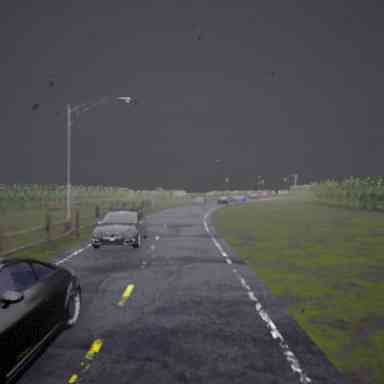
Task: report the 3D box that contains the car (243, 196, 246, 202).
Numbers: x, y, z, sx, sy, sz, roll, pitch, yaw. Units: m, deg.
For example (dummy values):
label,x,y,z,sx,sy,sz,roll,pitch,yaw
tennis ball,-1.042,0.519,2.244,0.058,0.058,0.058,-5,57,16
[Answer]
label,x,y,z,sx,sy,sz,roll,pitch,yaw
car,11.080,1.589,76.134,1.882,1.535,5.008,0,0,22

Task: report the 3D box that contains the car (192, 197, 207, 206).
label,x,y,z,sx,sy,sz,roll,pitch,yaw
car,1.409,1.631,58.179,1.837,1.490,4.892,0,0,15

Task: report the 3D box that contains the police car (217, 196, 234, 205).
label,x,y,z,sx,sy,sz,roll,pitch,yaw
police car,5.965,1.546,61.352,1.930,1.638,5.238,0,0,16

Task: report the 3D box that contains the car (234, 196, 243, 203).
label,x,y,z,sx,sy,sz,roll,pitch,yaw
car,8.960,1.621,70.618,1.837,1.490,4.892,0,0,20

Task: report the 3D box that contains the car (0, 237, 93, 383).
label,x,y,z,sx,sy,sz,roll,pitch,yaw
car,-2.901,1.579,4.163,1.994,1.385,4.181,0,0,0

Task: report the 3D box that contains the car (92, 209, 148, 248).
label,x,y,z,sx,sy,sz,roll,pitch,yaw
car,-3.081,1.550,15.022,1.837,1.490,4.892,0,0,-1

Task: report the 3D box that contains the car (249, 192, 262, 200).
label,x,y,z,sx,sy,sz,roll,pitch,yaw
car,17.094,1.426,91.895,1.882,1.535,5.008,0,0,24
